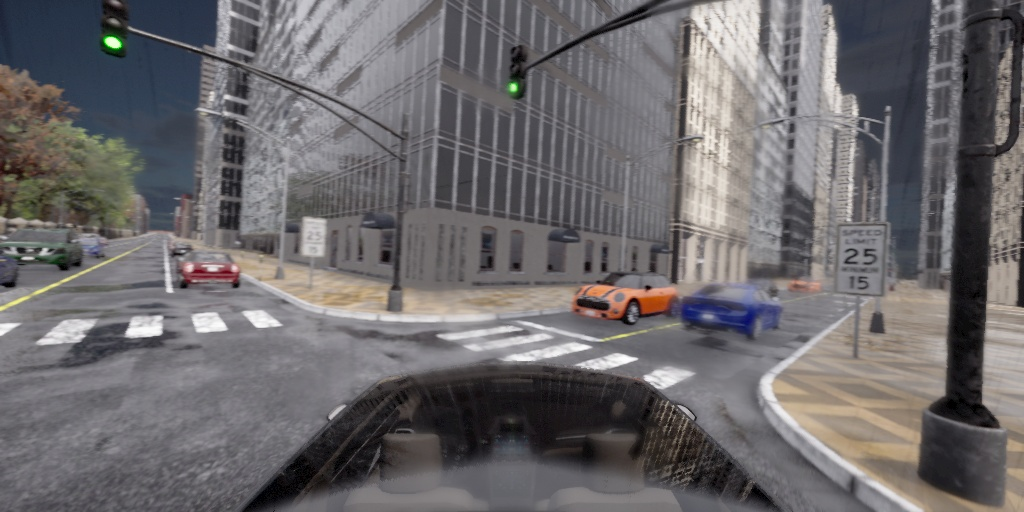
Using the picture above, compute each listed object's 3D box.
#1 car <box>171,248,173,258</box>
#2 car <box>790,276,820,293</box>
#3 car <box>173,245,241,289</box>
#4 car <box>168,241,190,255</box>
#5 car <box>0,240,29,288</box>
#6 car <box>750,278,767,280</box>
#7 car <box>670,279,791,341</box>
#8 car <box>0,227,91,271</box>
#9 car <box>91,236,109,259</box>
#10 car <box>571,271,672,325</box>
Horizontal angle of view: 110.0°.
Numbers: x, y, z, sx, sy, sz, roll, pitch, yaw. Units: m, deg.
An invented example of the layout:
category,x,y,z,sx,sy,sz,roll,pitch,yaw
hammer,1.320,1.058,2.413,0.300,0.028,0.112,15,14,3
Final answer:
category,x,y,z,sx,sy,sz,roll,pitch,yaw
car,-17.152,0.369,19.616,1.948,1.339,4.313,0,0,-44
car,30.603,2.940,37.478,4.553,1.767,2.097,3,0,-43
car,-13.202,0.461,15.540,1.967,1.591,4.097,0,0,-44
car,-32.954,-0.510,35.924,1.948,1.339,4.313,0,0,-44
car,-16.295,0.346,10.471,4.674,1.442,1.812,3,0,45
car,17.326,2.304,25.243,5.357,1.411,2.033,3,0,-43
car,7.236,1.634,11.603,5.008,1.535,1.882,3,0,-43
car,-23.896,-0.384,18.343,2.150,2.045,5.566,4,0,-43
car,-33.176,-0.589,27.916,1.812,1.442,4.674,4,0,-44
car,4.221,1.350,13.063,4.553,1.767,2.097,3,0,-42
